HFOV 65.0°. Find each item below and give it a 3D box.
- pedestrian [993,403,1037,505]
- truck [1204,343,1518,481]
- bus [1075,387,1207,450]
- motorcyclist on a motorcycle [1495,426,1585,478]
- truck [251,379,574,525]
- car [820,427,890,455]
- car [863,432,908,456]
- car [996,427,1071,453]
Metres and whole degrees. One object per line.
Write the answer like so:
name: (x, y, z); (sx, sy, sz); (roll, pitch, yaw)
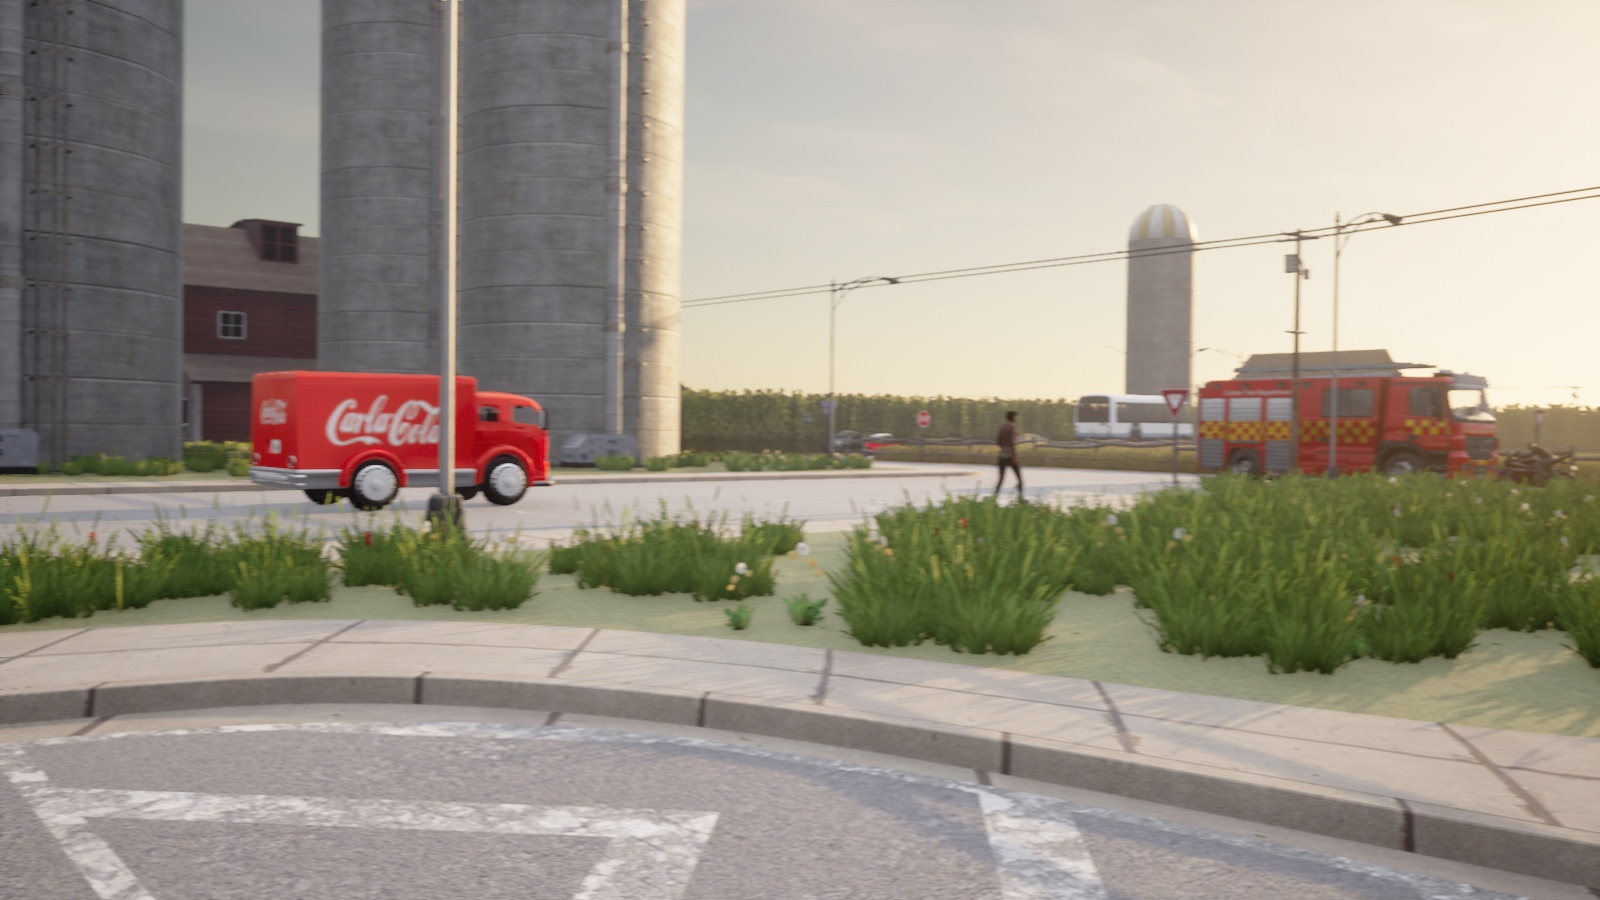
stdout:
pedestrian: (3.873, 0.065, 22.609); (0.869, 1.805, 0.328); (-1, 1, -43)
truck: (17.115, -1.115, 38.976); (2.891, 3.827, 8.468); (-1, 1, -40)
bus: (24.368, -2.262, 89.409); (10.273, 4.253, 3.944); (-2, 2, -40)
motorcyclist on a motorcycle: (22.442, 0.059, 38.144); (0.866, 1.530, 2.191); (-1, 1, -40)
truck: (-7.256, -0.014, 23.841); (5.204, 2.467, 2.627); (-1, 1, -41)
car: (3.316, -0.535, 75.672); (3.988, 1.617, 1.851); (-1, 1, -40)
car: (4.995, -0.351, 73.126); (2.207, 1.376, 1.481); (-2, 2, -39)
car: (15.187, -0.688, 81.655); (5.366, 1.575, 1.801); (-2, 1, -40)
